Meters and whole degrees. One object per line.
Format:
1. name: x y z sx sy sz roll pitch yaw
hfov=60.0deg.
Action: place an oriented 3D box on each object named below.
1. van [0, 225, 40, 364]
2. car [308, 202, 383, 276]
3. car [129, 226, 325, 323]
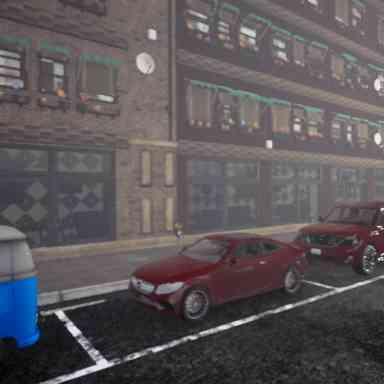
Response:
1. van: -3.892 1.347 3.786 3.998 1.788 1.690 0 0 -35
2. car: 5.383 1.261 10.402 5.009 1.841 2.192 0 0 -35
3. car: 0.747 1.558 7.094 4.206 1.307 1.802 0 0 -35
